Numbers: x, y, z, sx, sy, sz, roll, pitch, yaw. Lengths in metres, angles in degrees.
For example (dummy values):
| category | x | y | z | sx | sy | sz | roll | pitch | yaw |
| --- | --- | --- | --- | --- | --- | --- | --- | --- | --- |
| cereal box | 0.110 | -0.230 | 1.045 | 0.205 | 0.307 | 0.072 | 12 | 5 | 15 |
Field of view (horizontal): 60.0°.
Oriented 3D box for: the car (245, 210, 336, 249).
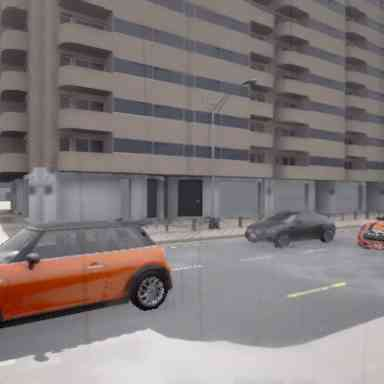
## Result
| category | x | y | z | sx | sy | sz | roll | pitch | yaw |
| --- | --- | --- | --- | --- | --- | --- | --- | --- | --- |
| car | 4.529 | 1.574 | 14.951 | 4.674 | 1.442 | 1.812 | 0 | 0 | -31 |

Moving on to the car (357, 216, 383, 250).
| category | x | y | z | sx | sy | sz | roll | pitch | yaw |
| --- | --- | --- | --- | --- | --- | --- | --- | --- | --- |
| car | 8.795 | 1.411 | 13.441 | 4.553 | 1.767 | 2.097 | 0 | 0 | -31 |

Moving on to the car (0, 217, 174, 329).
| category | x | y | z | sx | sy | sz | roll | pitch | yaw |
| --- | --- | --- | --- | --- | --- | --- | --- | --- | --- |
| car | -2.677 | 1.356 | 6.279 | 4.553 | 1.767 | 2.097 | 0 | 0 | -34 |
